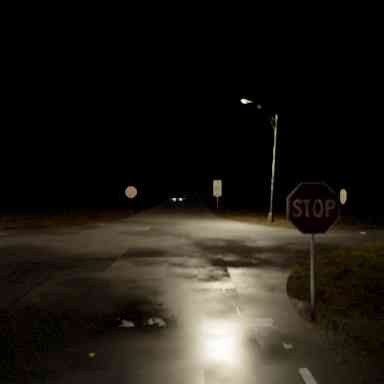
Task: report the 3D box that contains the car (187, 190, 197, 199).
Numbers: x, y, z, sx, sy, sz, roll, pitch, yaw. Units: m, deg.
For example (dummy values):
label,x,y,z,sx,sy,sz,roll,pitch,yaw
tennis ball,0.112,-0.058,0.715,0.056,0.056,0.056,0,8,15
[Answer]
label,x,y,z,sx,sy,sz,roll,pitch,yaw
car,-0.016,0.595,62.192,1.994,1.385,4.181,0,1,0

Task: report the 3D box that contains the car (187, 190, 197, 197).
label,x,y,z,sx,sy,sz,roll,pitch,yaw
car,-0.018,0.304,72.243,1.994,1.385,4.181,0,1,0

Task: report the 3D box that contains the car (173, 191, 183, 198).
label,x,y,z,sx,sy,sz,roll,pitch,yaw
car,-2.767,0.501,66.404,2.033,1.411,5.357,0,1,0
